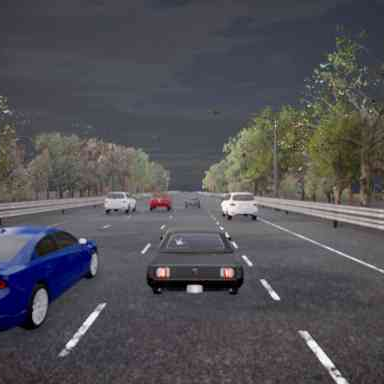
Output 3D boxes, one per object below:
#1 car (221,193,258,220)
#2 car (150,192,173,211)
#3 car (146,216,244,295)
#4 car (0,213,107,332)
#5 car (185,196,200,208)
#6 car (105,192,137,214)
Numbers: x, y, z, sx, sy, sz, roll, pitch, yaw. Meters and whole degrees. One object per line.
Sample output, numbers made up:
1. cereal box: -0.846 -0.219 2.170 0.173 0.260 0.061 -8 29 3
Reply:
1. car: 3.611 1.052 26.101 2.150 2.045 5.566 0 0 -2
2. car: -3.407 0.988 37.186 2.150 2.045 5.566 0 0 0
3. car: 0.094 1.540 8.536 1.895 1.301 4.718 0 0 1
4. car: -3.401 1.429 6.840 1.882 1.535 5.008 0 0 0
5. car: 0.088 1.221 43.093 2.128 1.511 4.902 0 0 0
6. car: -6.921 1.015 32.630 2.150 2.045 5.566 0 0 1
